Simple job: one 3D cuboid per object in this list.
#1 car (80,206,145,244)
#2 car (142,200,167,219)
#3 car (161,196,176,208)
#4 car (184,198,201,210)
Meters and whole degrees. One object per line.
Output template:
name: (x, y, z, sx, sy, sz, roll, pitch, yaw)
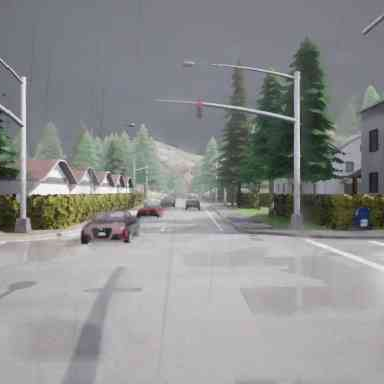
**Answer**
car: (-3.604, 1.522, 15.273, 1.994, 1.385, 4.181, -1, -1, 0)
car: (-3.577, 1.610, 29.291, 1.895, 1.301, 4.718, 0, 0, 0)
car: (-3.503, 1.365, 49.478, 2.097, 1.767, 4.553, 0, 0, 0)
car: (0.100, 1.518, 43.303, 1.837, 1.490, 4.892, 0, 0, 0)
